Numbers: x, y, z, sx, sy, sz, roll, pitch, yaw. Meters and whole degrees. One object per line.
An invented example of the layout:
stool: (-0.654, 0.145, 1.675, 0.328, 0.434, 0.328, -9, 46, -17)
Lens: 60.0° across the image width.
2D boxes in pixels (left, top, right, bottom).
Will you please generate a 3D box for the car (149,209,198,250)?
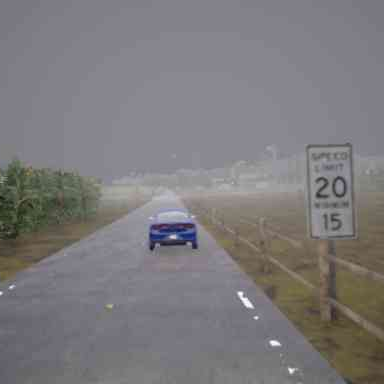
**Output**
car: (-0.832, 1.488, 14.638, 1.882, 1.535, 5.008, -2, 0, -3)
